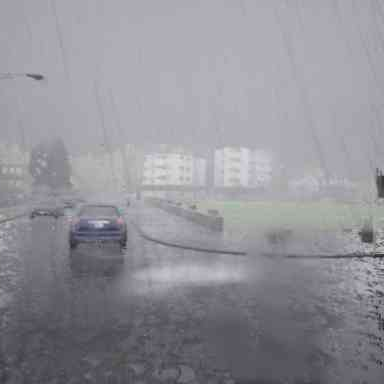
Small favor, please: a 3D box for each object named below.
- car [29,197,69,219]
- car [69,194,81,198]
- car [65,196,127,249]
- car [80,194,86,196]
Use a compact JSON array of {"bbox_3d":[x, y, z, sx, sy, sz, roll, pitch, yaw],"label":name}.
[{"bbox_3d":[-10.796,1.166,25.076,1.837,1.490,4.892,1,0,-13],"label":"car"},{"bbox_3d":[-13.065,1.181,34.585,1.895,1.301,4.718,1,0,-13],"label":"car"},{"bbox_3d":[-3.865,1.218,14.106,2.097,1.767,4.553,1,0,-13],"label":"car"},{"bbox_3d":[-16.731,0.996,50.192,2.033,1.411,5.357,1,0,-13],"label":"car"}]
